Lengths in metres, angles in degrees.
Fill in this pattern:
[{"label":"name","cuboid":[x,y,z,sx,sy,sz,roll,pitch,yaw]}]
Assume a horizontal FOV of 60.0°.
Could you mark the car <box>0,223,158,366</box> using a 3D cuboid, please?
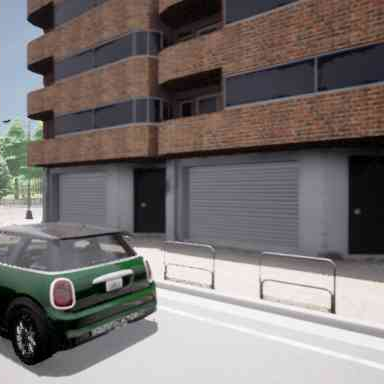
[{"label":"car","cuboid":[-2.848,1.342,6.024,4.553,1.767,2.097,0,0,36]}]
